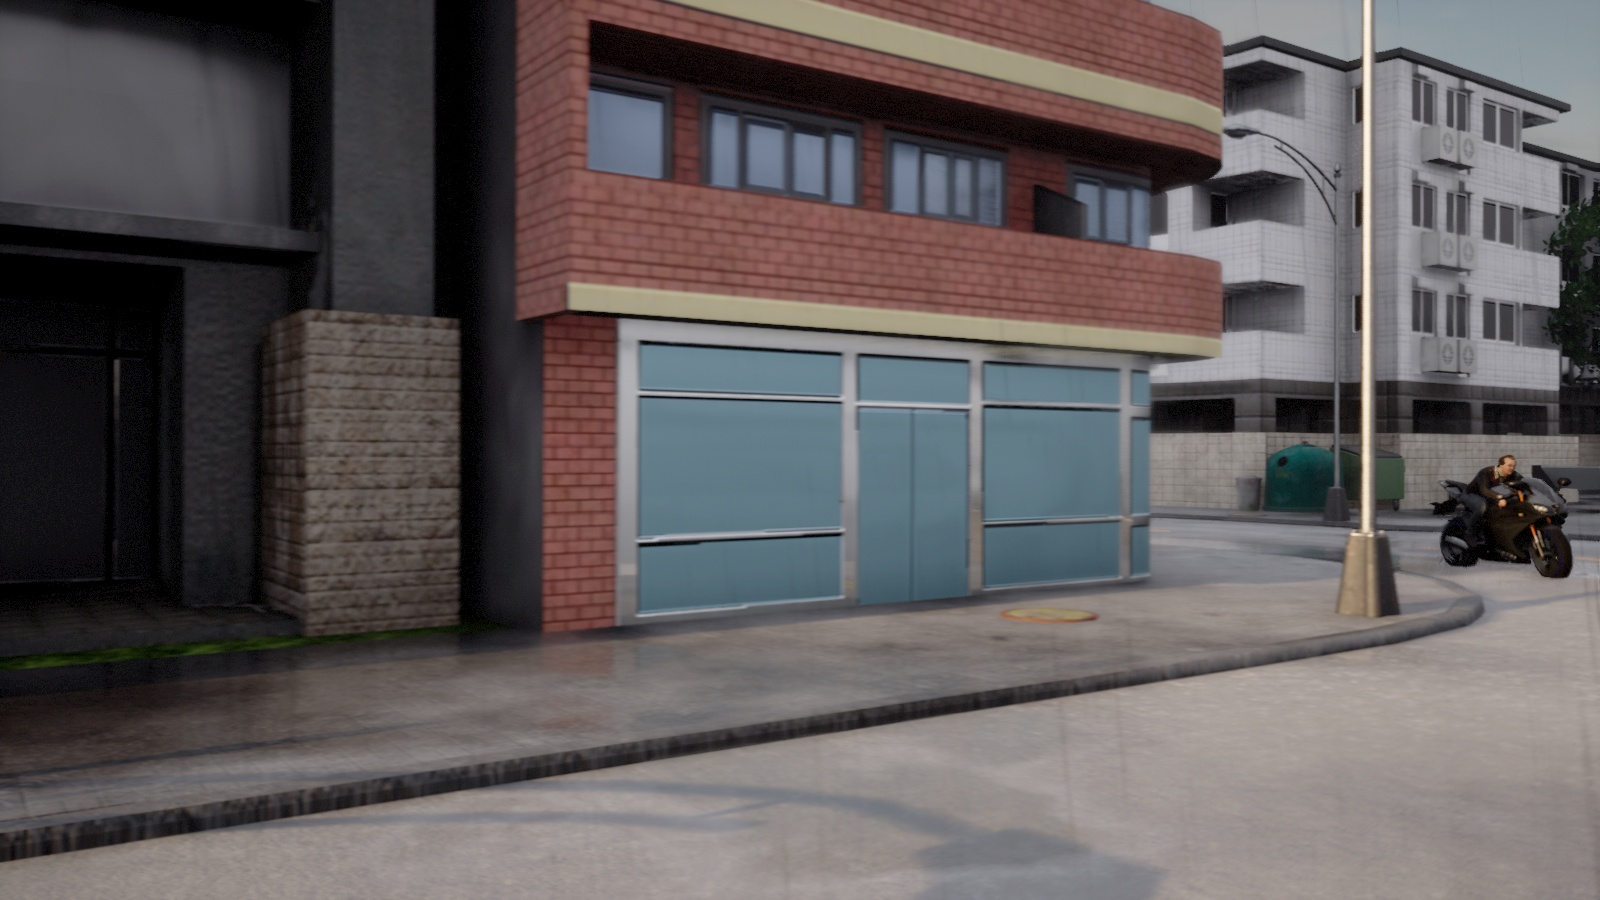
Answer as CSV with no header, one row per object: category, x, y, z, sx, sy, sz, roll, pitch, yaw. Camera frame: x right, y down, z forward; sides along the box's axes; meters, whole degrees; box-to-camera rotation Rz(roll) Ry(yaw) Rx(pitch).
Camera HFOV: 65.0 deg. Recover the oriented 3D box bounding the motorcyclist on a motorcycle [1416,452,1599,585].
motorcyclist on a motorcycle,8.887,0.801,15.806,0.866,1.530,2.191,-2,0,-11
